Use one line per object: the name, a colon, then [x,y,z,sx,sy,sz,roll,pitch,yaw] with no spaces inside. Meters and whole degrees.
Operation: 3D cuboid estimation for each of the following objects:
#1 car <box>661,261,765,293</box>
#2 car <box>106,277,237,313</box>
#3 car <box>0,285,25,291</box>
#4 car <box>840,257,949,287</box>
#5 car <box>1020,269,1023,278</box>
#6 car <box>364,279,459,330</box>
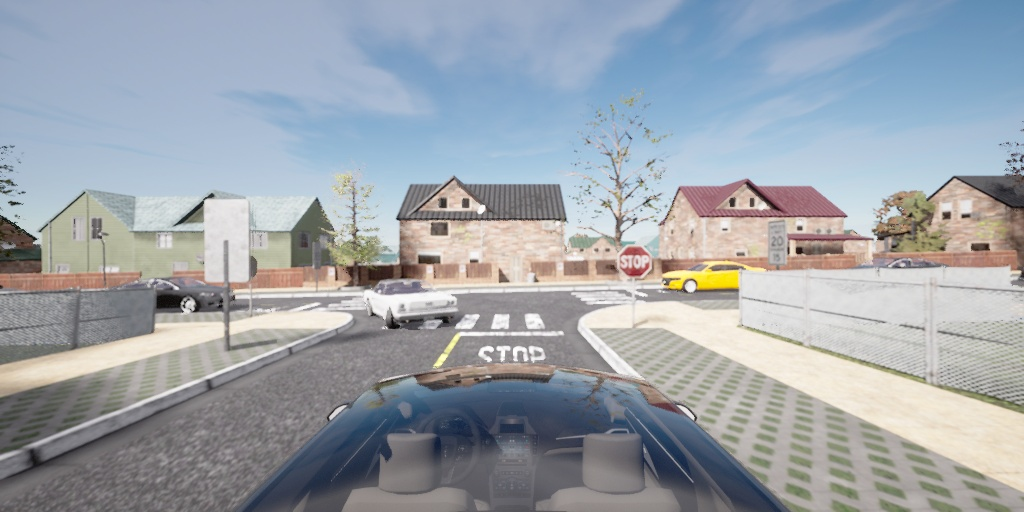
car: [10.409,1.040,18.700,5.008,1.535,1.882,-1,0,-1]
car: [-14.877,1.673,15.718,4.902,1.511,2.128,-1,0,0]
car: [-24.214,1.755,15.692,4.553,1.767,2.097,-1,0,0]
car: [19.839,0.831,18.761,4.902,1.511,2.128,-1,0,0]
car: [29.717,0.671,18.777,4.181,1.385,1.994,-1,0,0]
car: [-3.462,1.444,11.791,1.895,1.301,4.718,0,-1,-32]
